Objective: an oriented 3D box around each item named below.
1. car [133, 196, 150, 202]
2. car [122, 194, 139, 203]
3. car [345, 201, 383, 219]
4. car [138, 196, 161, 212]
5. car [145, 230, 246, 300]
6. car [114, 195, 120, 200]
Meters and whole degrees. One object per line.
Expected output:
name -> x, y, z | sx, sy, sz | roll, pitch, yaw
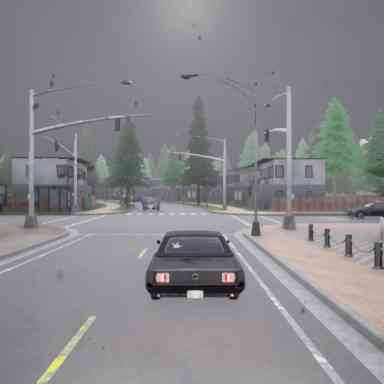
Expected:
car -> -10.968, 1.501, 71.945 | 1.994, 1.385, 4.181 | 0, 0, -36
car -> -12.430, 1.486, 67.548 | 1.812, 1.442, 4.674 | 0, 0, -27
car -> 15.402, 1.509, 28.078 | 4.674, 1.442, 1.812 | 0, 0, 1
car -> -4.590, 1.455, 37.934 | 2.128, 1.511, 4.902 | 0, 0, -4
car -> 0.032, 1.600, 8.349 | 1.895, 1.301, 4.718 | 0, 0, -1
car -> -16.972, 1.316, 80.005 | 4.674, 1.442, 1.812 | 0, 0, 45
